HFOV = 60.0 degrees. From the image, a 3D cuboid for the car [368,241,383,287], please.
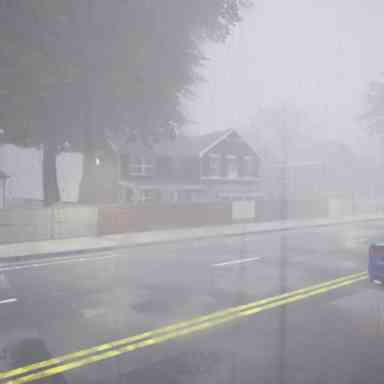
[{"bbox_3d":[6.170,1.427,7.896,5.008,1.535,1.882,-1,0,-35],"label":"car"}]
